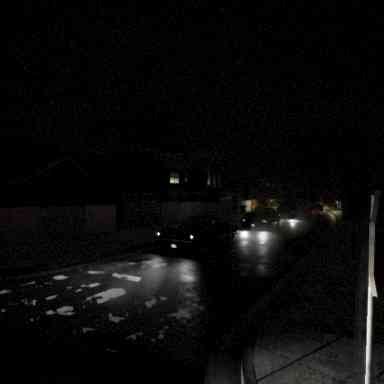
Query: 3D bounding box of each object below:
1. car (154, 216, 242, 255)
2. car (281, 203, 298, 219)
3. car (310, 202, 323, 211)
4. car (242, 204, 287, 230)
[{"bbox_3d":[0.334,1.732,14.372,1.895,1.301,4.718,1,0,27],"label":"car"},{"bbox_3d":[9.977,1.880,34.861,1.882,1.535,5.008,1,0,23],"label":"car"},{"bbox_3d":[19.947,2.288,53.389,2.128,1.511,4.902,1,-1,18],"label":"car"},{"bbox_3d":[5.106,1.805,23.899,2.033,1.411,5.357,1,0,25],"label":"car"}]
